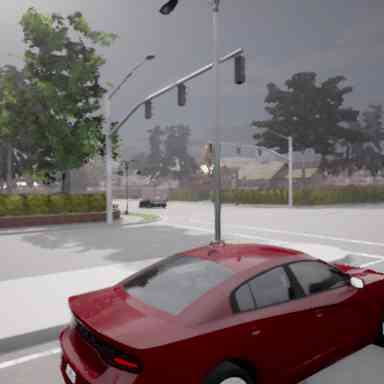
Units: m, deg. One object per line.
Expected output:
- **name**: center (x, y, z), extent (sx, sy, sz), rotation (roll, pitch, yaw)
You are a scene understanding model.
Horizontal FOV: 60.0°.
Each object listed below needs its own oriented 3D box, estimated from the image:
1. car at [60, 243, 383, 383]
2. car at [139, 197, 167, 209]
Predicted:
- **car**: center (0.933, 1.433, 4.433), extent (5.008, 1.535, 1.882), rotation (-1, 1, -35)
- **car**: center (-4.720, 1.296, 40.004), extent (1.994, 1.385, 4.181), rotation (-1, 1, -36)
